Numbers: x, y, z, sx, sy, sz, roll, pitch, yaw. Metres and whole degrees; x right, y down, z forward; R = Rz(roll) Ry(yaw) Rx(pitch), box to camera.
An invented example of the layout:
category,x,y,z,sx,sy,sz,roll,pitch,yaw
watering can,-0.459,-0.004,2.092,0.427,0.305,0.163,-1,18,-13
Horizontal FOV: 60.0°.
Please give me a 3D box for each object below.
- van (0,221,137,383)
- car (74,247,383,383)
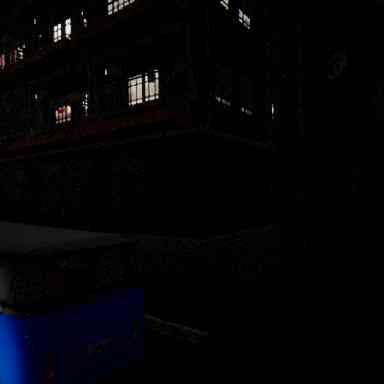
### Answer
category,x,y,z,sx,sy,sz,roll,pitch,yaw
van,-2.454,1.343,4.475,3.998,1.788,1.690,0,-1,36
car,2.036,1.315,1.243,5.009,1.841,2.192,0,-1,36
